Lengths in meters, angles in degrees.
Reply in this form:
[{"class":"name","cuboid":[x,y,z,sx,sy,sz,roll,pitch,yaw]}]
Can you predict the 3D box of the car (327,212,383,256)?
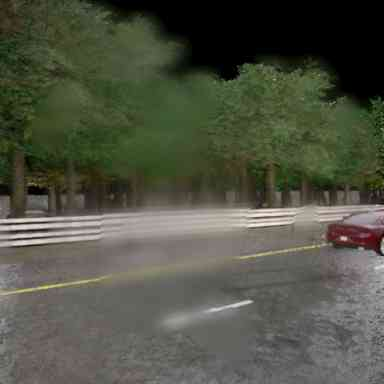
[{"class":"car","cuboid":[7.541,1.536,13.504,5.008,1.535,1.882,0,0,-35]}]
